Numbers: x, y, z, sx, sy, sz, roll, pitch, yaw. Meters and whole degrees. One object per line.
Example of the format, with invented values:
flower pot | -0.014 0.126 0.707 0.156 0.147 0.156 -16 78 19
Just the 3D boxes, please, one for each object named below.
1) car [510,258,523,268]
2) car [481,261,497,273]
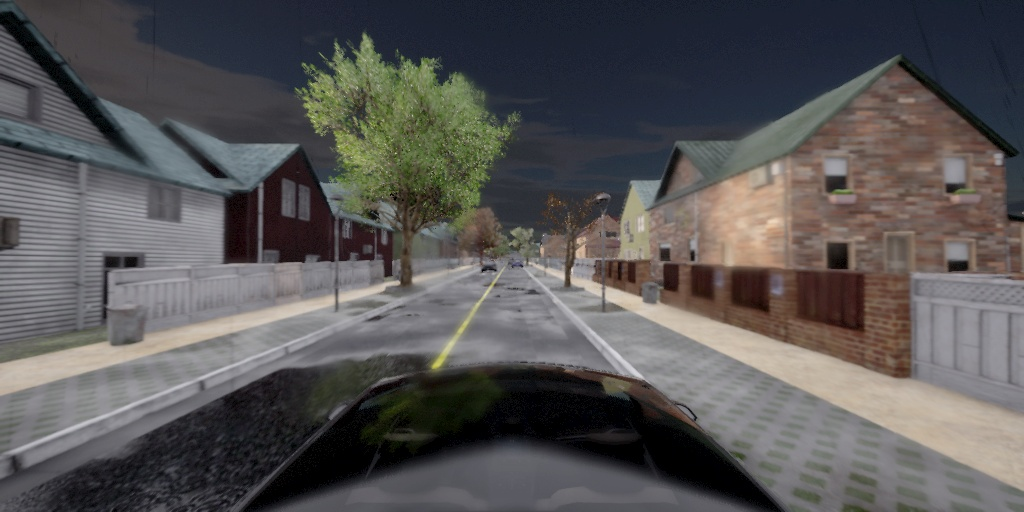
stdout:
car | 0.955 1.324 62.009 1.812 1.442 4.674 0 0 0
car | -2.842 1.326 45.347 2.033 1.411 5.357 0 0 0
